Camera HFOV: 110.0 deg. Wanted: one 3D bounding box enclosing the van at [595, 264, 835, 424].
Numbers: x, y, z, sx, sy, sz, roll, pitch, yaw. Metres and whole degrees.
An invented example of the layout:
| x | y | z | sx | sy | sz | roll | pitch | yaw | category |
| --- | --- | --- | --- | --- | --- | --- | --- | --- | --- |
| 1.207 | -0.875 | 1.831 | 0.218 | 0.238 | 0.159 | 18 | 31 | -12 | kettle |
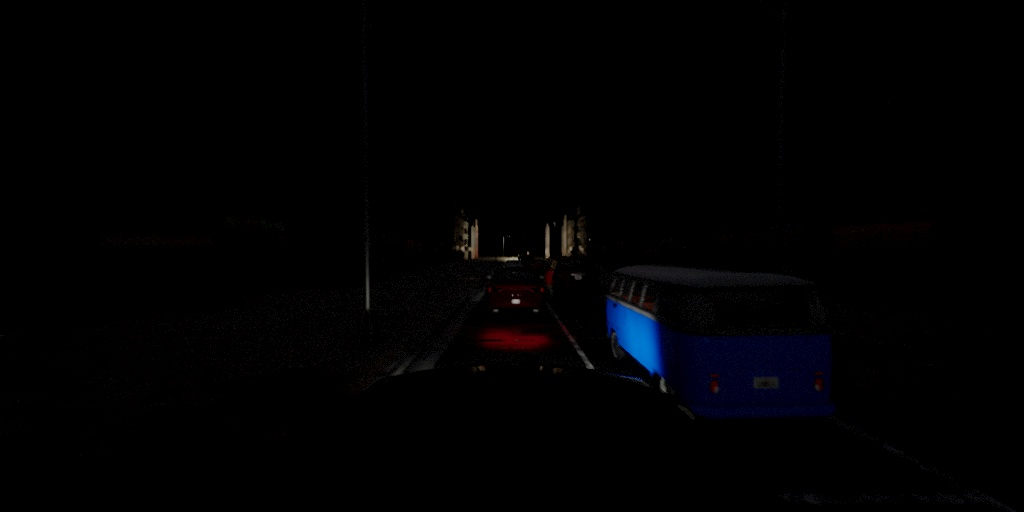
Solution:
| x | y | z | sx | sy | sz | roll | pitch | yaw | category |
| --- | --- | --- | --- | --- | --- | --- | --- | --- | --- |
| 2.639 | 1.053 | 5.557 | 1.690 | 1.789 | 3.998 | 0 | 0 | 0 | van |

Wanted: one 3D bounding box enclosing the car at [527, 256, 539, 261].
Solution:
| x | y | z | sx | sy | sz | roll | pitch | yaw | category |
| --- | --- | --- | --- | --- | --- | --- | --- | --- | --- |
| 2.672 | 0.965 | 38.750 | 1.802 | 1.307 | 4.207 | 0 | 0 | 0 | car |

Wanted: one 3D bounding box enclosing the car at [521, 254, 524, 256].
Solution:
| x | y | z | sx | sy | sz | roll | pitch | yaw | category |
| --- | --- | --- | --- | --- | --- | --- | --- | --- | --- |
| 2.689 | 0.770 | 55.347 | 2.007 | 1.370 | 4.403 | 0 | 0 | 0 | car |

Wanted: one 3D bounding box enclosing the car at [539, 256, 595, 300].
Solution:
| x | y | z | sx | sy | sz | roll | pitch | yaw | category |
| --- | --- | --- | --- | --- | --- | --- | --- | --- | --- |
| 2.650 | 0.917 | 16.621 | 2.192 | 1.841 | 5.009 | 0 | 0 | 0 | car |

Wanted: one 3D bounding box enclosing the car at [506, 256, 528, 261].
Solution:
| x | y | z | sx | sy | sz | roll | pitch | yaw | category |
| --- | --- | --- | --- | --- | --- | --- | --- | --- | --- |
| 0.128 | 0.993 | 30.088 | 1.812 | 1.442 | 4.674 | 0 | 1 | 0 | car |

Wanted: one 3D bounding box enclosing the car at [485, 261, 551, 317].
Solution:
| x | y | z | sx | sy | sz | roll | pitch | yaw | category |
| --- | --- | --- | --- | --- | --- | --- | --- | --- | --- |
| 0.121 | 1.118 | 12.717 | 1.882 | 1.535 | 5.008 | 0 | 1 | 0 | car |

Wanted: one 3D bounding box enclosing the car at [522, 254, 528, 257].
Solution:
| x | y | z | sx | sy | sz | roll | pitch | yaw | category |
| --- | --- | --- | --- | --- | --- | --- | --- | --- | --- |
| 2.683 | 0.799 | 49.985 | 1.751 | 1.417 | 4.829 | 0 | 0 | 0 | car |
